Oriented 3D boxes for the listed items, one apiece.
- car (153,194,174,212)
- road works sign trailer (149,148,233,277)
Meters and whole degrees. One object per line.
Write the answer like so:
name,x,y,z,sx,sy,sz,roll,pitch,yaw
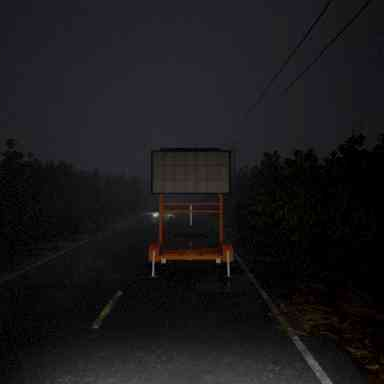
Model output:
car,-3.324,1.221,39.263,2.150,2.045,5.566,0,0,0
road works sign trailer,-0.031,0.464,10.200,2.380,3.560,2.880,0,0,0
